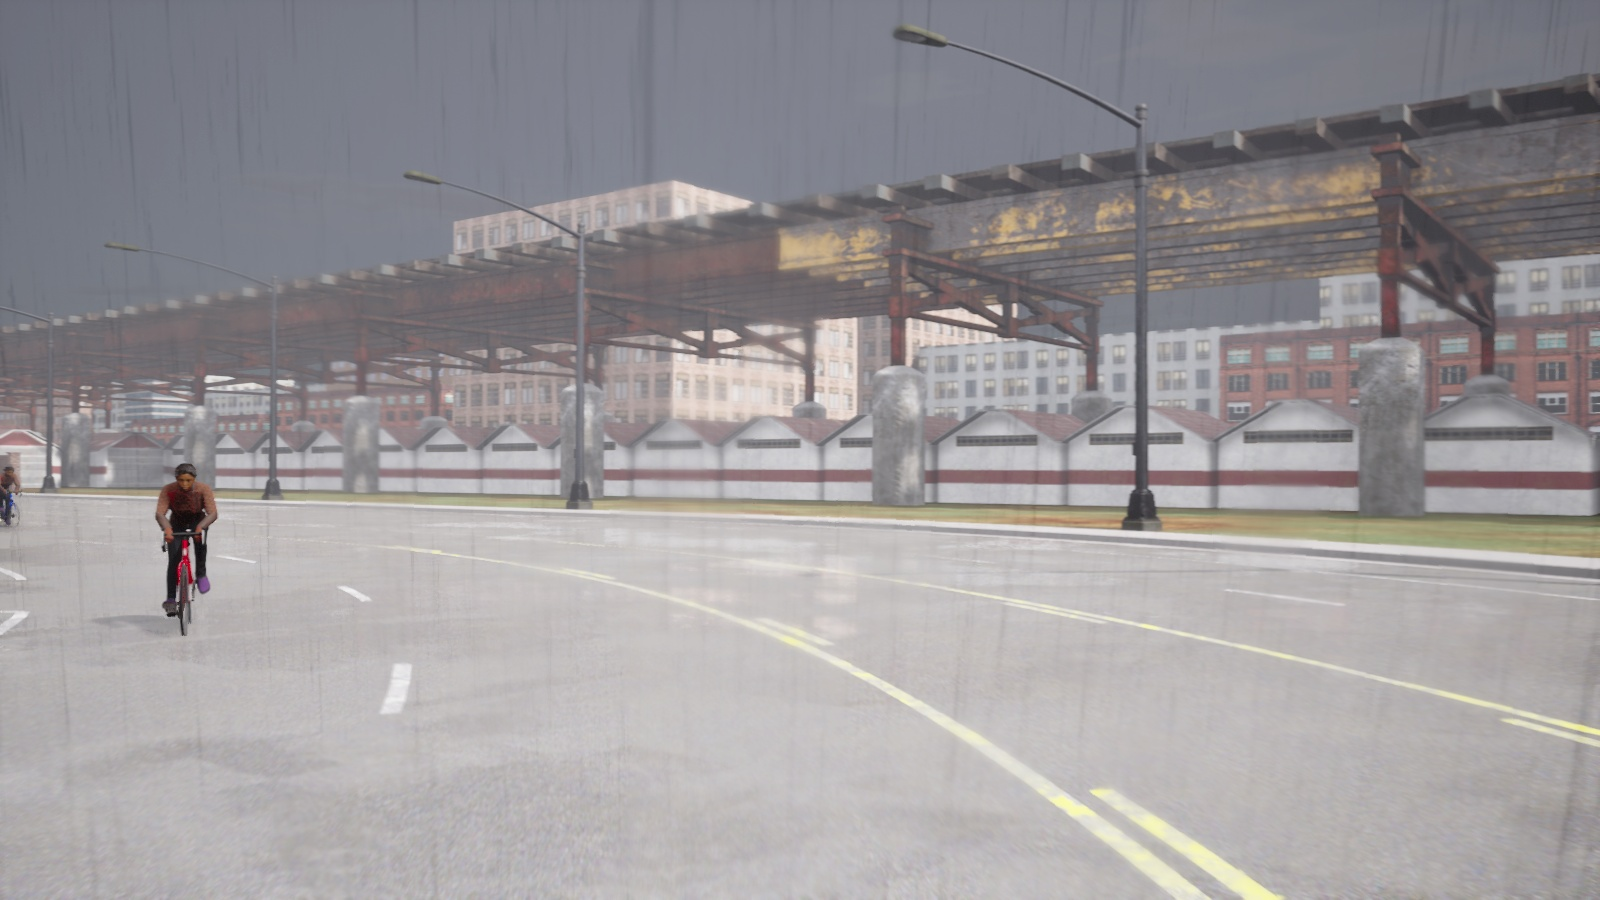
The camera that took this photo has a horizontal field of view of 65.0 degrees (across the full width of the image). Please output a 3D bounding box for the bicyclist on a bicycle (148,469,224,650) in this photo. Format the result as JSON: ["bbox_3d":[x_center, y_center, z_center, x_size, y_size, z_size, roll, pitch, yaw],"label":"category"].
[{"bbox_3d":[-5.944,1.002,12.202,0.582,1.620,1.656,0,-1,-24],"label":"bicyclist on a bicycle"}]

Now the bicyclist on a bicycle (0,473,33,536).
[{"bbox_3d":[-20.985,1.429,33.221,1.656,1.620,0.582,-1,-1,37],"label":"bicyclist on a bicycle"}]
